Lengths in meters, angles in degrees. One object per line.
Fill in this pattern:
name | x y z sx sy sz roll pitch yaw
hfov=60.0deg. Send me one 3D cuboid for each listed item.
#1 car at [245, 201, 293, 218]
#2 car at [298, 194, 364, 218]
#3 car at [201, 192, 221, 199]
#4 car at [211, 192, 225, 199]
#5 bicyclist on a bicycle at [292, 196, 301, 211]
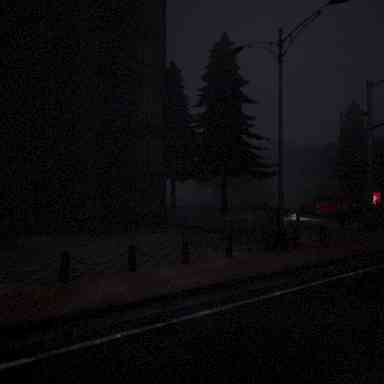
car | 6.939 1.523 30.400 1.812 1.442 4.674 0 0 -37
car | 12.213 1.216 29.584 2.150 2.045 5.566 0 0 -38
car | 5.304 1.069 92.476 1.932 1.855 4.605 0 0 -37
car | 7.394 1.046 94.536 1.905 1.878 3.866 0 0 -37
bicyclist on a bicycle | 11.559 1.293 36.665 1.656 1.620 0.582 0 0 -37
